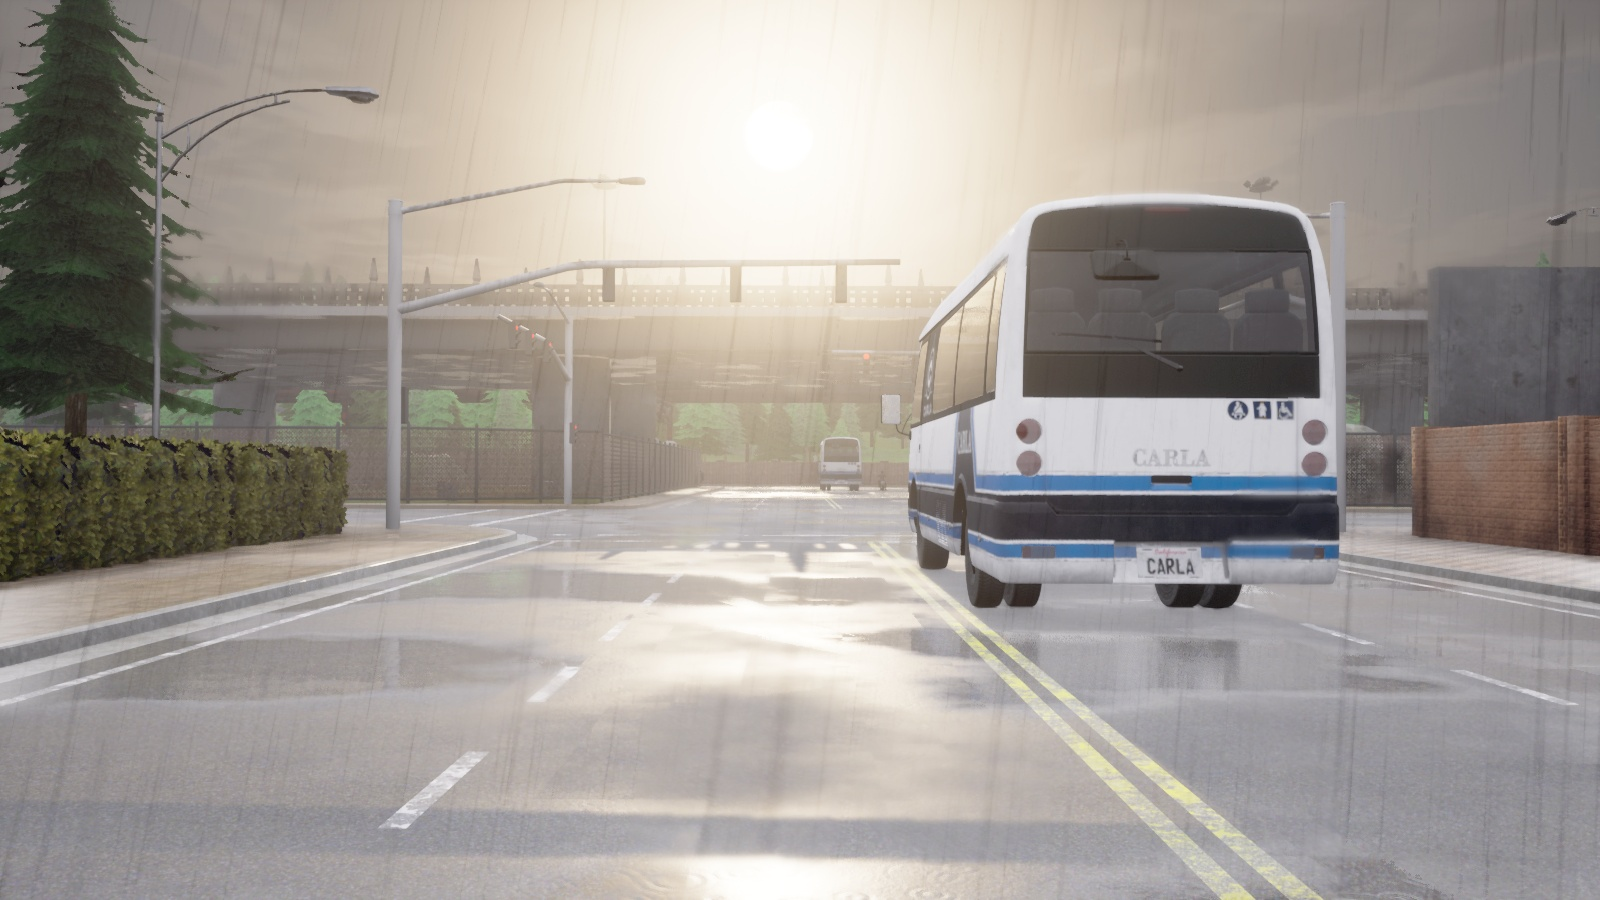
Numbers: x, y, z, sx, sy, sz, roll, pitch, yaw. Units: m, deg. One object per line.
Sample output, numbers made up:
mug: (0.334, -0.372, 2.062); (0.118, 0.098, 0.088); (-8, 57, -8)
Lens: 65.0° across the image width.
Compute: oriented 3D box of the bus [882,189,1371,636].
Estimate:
bus: (3.450, -0.289, 17.126); (3.944, 4.253, 10.273); (0, -1, 0)
